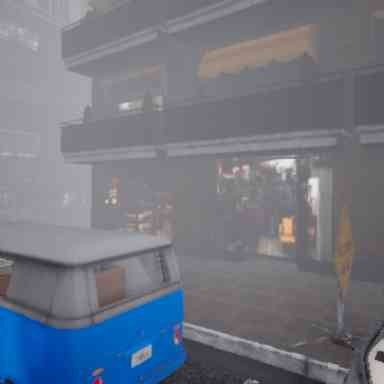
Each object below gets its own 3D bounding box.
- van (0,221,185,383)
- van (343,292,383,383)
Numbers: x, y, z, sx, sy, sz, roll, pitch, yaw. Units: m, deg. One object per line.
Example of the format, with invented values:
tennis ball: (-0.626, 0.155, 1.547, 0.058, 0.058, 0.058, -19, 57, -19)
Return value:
van: (-1.995, 1.341, 4.280, 3.998, 1.788, 1.690, 0, 1, 35)
van: (2.571, 1.338, 1.032, 3.998, 1.788, 1.690, 0, 1, 35)
